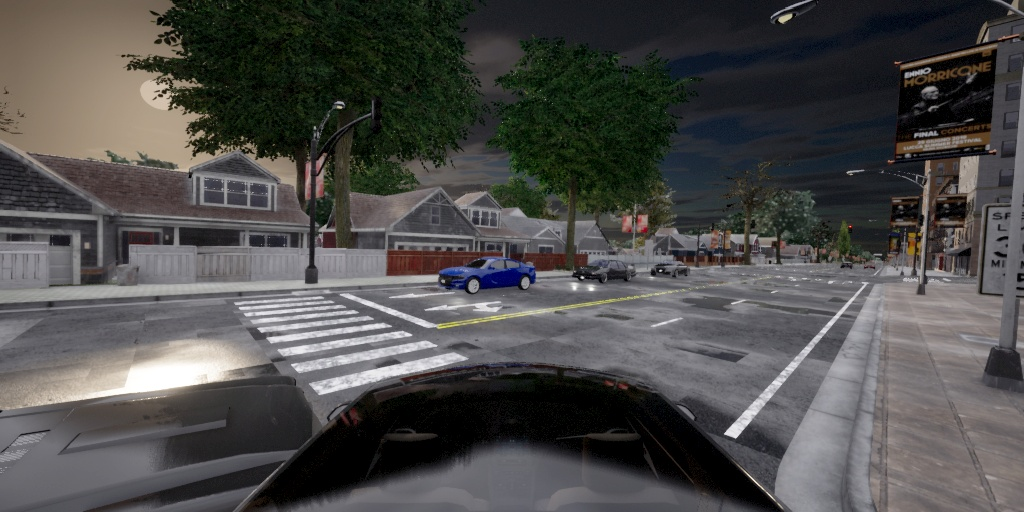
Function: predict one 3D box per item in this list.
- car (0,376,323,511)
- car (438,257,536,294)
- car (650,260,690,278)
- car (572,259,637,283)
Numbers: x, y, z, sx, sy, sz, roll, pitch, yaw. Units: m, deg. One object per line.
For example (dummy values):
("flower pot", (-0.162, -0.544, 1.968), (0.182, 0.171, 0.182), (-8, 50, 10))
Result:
("car", (-3.316, 1.279, 1.368), (4.718, 1.301, 1.895), (1, 2, -34))
("car", (-1.029, 0.791, 16.540), (5.008, 1.535, 1.882), (1, 2, -44))
("car", (13.416, 1.022, 30.296), (4.181, 1.385, 1.994), (1, 2, -44))
("car", (6.178, 0.931, 23.417), (5.357, 1.411, 2.033), (1, 2, -44))
